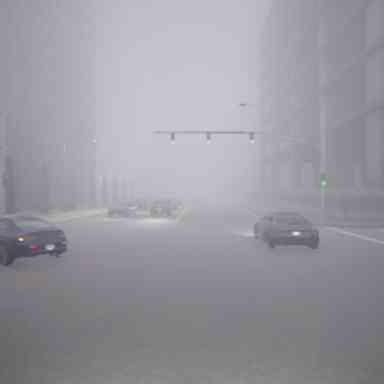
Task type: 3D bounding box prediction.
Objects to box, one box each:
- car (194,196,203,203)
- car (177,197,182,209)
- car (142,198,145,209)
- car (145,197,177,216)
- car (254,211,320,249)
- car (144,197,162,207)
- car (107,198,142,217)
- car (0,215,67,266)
[{"bbox_3d":[1.400,1.507,70.110,1.994,1.385,4.181,0,0,1],"label":"car"},{"bbox_3d":[-2.720,1.466,42.121,1.882,1.535,5.008,0,0,1],"label":"car"},{"bbox_3d":[-6.246,1.507,41.117,1.837,1.490,4.892,0,0,1],"label":"car"},{"bbox_3d":[-2.927,1.487,32.532,2.128,1.511,4.902,0,0,1],"label":"car"},{"bbox_3d":[3.917,1.515,14.371,1.994,1.385,4.181,0,0,1],"label":"car"},{"bbox_3d":[-5.965,1.542,51.562,2.033,1.411,5.357,0,0,1],"label":"car"},{"bbox_3d":[-6.452,1.557,31.386,2.033,1.411,5.357,0,0,1],"label":"car"},{"bbox_3d":[-6.208,1.517,11.472,4.674,1.442,1.812,0,-1,35],"label":"car"}]
